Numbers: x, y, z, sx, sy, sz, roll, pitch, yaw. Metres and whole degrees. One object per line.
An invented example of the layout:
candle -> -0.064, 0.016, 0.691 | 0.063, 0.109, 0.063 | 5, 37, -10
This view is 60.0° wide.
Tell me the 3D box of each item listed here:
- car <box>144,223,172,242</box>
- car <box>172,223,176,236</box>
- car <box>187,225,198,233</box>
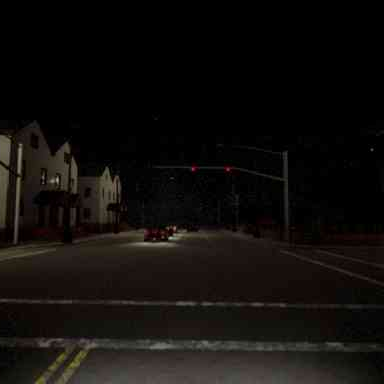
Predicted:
car -> -3.523, 4.040, 33.578 | 2.097, 1.767, 4.553 | 0, -5, 0
car -> -3.504, 5.132, 43.501 | 1.994, 1.385, 4.181 | 0, -5, 0
car -> 0.107, 6.414, 57.985 | 2.033, 1.411, 5.357 | 0, -5, 0
